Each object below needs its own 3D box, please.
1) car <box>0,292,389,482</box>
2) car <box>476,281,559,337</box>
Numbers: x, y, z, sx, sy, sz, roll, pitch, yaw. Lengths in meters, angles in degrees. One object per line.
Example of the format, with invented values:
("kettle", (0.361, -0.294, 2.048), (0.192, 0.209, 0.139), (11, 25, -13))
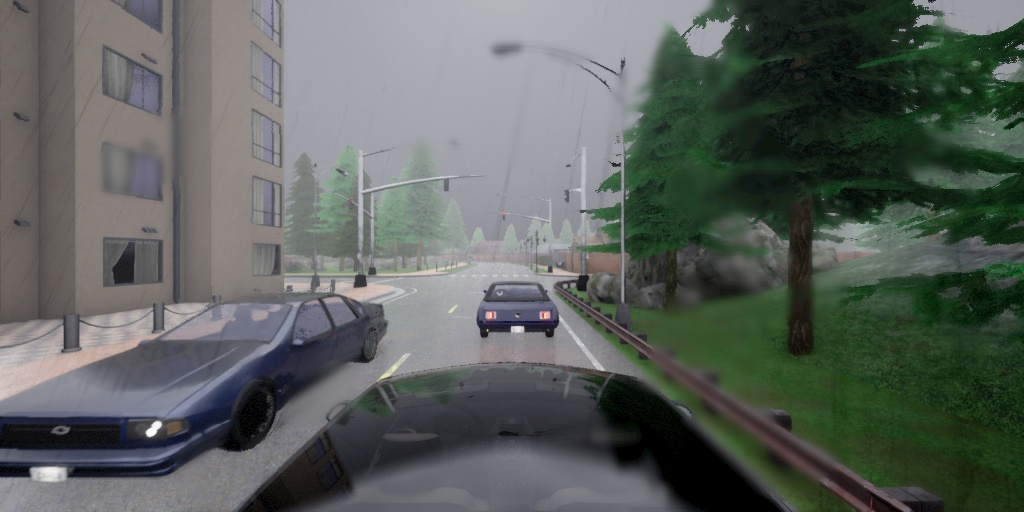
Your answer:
("car", (-3.562, 1.297, 5.431), (2.033, 1.411, 5.357), (0, 0, 0))
("car", (0.105, 1.350, 10.228), (1.895, 1.301, 4.718), (0, 0, -1))
